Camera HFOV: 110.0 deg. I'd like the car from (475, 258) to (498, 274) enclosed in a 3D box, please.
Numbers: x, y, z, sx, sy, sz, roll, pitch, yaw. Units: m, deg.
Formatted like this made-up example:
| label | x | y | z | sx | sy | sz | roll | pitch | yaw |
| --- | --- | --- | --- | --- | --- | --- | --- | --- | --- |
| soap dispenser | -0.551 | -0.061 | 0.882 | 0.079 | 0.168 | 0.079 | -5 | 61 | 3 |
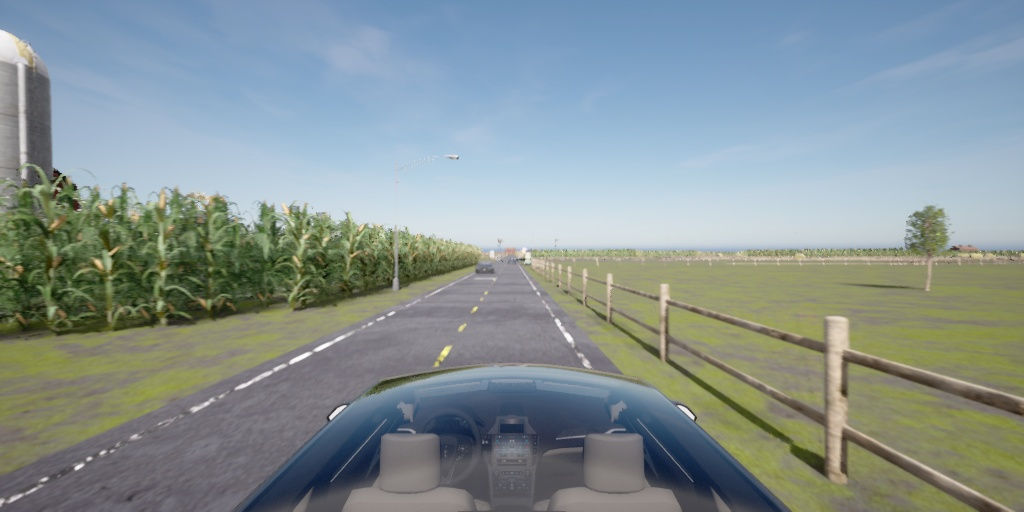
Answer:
| label | x | y | z | sx | sy | sz | roll | pitch | yaw |
| --- | --- | --- | --- | --- | --- | --- | --- | --- | --- |
| car | -2.835 | 1.218 | 38.738 | 1.994 | 1.385 | 4.181 | 0 | 0 | 0 |
